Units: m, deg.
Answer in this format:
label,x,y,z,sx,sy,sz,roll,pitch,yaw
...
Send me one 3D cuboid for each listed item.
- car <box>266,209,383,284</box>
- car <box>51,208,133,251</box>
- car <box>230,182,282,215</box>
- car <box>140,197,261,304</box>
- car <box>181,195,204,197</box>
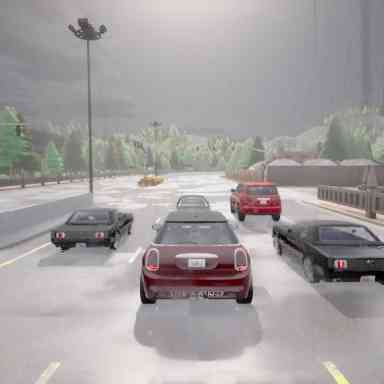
label,x,y,z,sx,sy,sz,roll,pitch,yaw
car,3.573,1.400,8.972,1.895,1.301,4.718,0,2,0
car,-3.443,1.235,12.485,1.895,1.301,4.718,0,3,0
car,3.523,0.412,19.132,2.150,2.045,5.566,0,4,0
car,0.077,1.191,7.985,2.097,1.767,4.553,0,2,0
car,0.035,0.859,17.367,2.033,1.411,5.357,0,4,0
